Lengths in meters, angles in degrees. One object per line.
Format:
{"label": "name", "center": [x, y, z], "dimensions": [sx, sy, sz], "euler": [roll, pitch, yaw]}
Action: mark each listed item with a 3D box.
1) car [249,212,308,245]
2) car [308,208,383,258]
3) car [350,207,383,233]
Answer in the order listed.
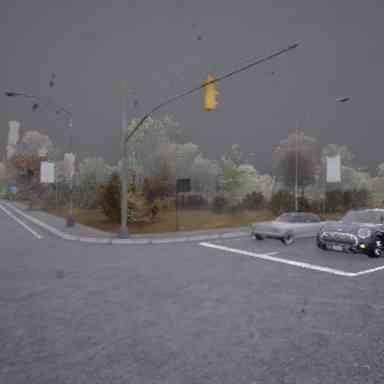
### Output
{"label": "car", "center": [5.024, 1.681, 16.181], "dimensions": [4.718, 1.301, 1.895], "euler": [0, 0, -35]}
{"label": "car", "center": [7.026, 1.432, 13.269], "dimensions": [4.553, 1.767, 2.097], "euler": [0, 0, -36]}
{"label": "car", "center": [12.230, 1.698, 21.243], "dimensions": [4.181, 1.385, 1.994], "euler": [0, 0, -34]}
